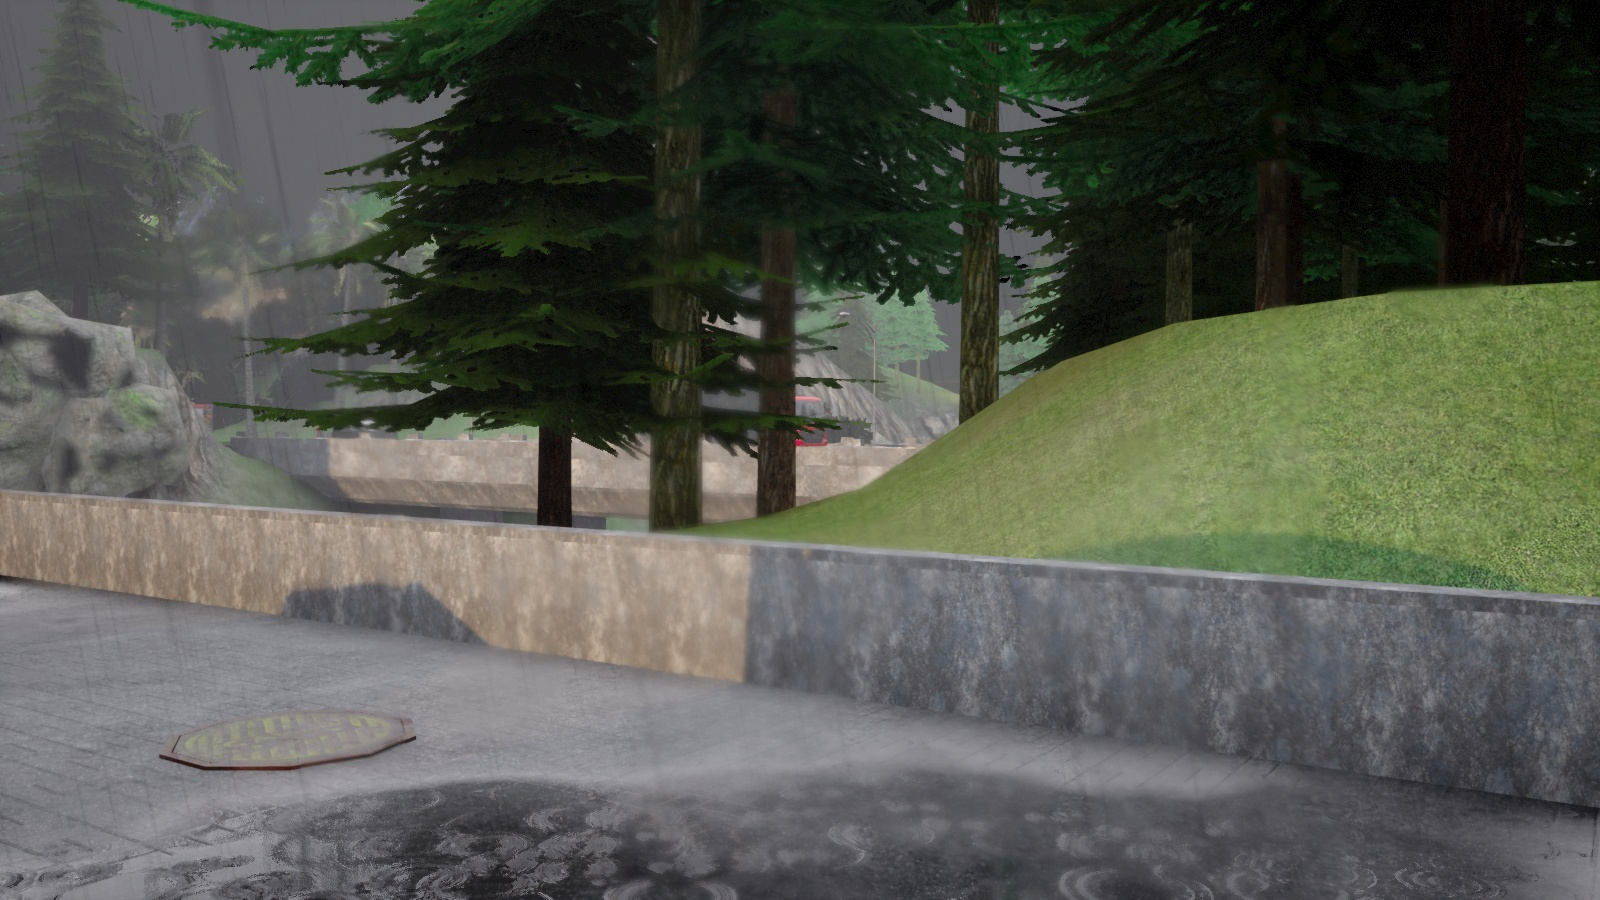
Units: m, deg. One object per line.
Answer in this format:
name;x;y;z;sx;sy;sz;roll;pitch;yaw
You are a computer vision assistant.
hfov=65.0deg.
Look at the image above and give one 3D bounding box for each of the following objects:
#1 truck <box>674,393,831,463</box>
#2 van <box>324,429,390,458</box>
truck;-2.524;-1.119;65.311;7.936;3.462;2.891;0;1;34
van;-31.528;-0.479;89.342;4.480;2.038;2.069;0;1;34
